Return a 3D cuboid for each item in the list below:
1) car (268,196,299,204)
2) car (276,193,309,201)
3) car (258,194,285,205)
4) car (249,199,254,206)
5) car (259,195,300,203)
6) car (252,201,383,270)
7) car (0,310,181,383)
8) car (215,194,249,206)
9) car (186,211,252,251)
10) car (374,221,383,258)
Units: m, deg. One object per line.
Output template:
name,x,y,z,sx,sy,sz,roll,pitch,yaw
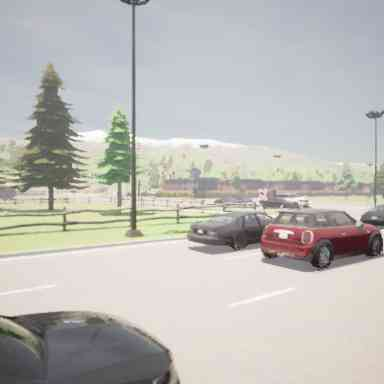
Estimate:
car,16.900,1.473,61.644,2.033,1.411,5.357,0,0,-35
car,13.544,1.165,46.092,2.150,2.045,5.566,0,0,-35
car,14.172,1.284,59.438,2.097,1.767,4.553,0,0,-35
car,8.029,1.295,53.954,2.097,1.767,4.553,0,0,-35
car,11.148,1.454,43.407,1.837,1.490,4.892,0,0,-35
car,4.480,1.336,11.240,4.553,1.767,2.097,0,0,-35
car,-2.327,1.506,2.088,4.892,1.490,1.837,0,0,-35
car,5.740,1.496,51.113,2.033,1.411,5.357,0,0,-35
car,2.359,1.532,14.027,5.357,1.411,2.033,0,0,-35
car,6.899,1.510,8.664,4.674,1.442,1.812,0,0,-35
